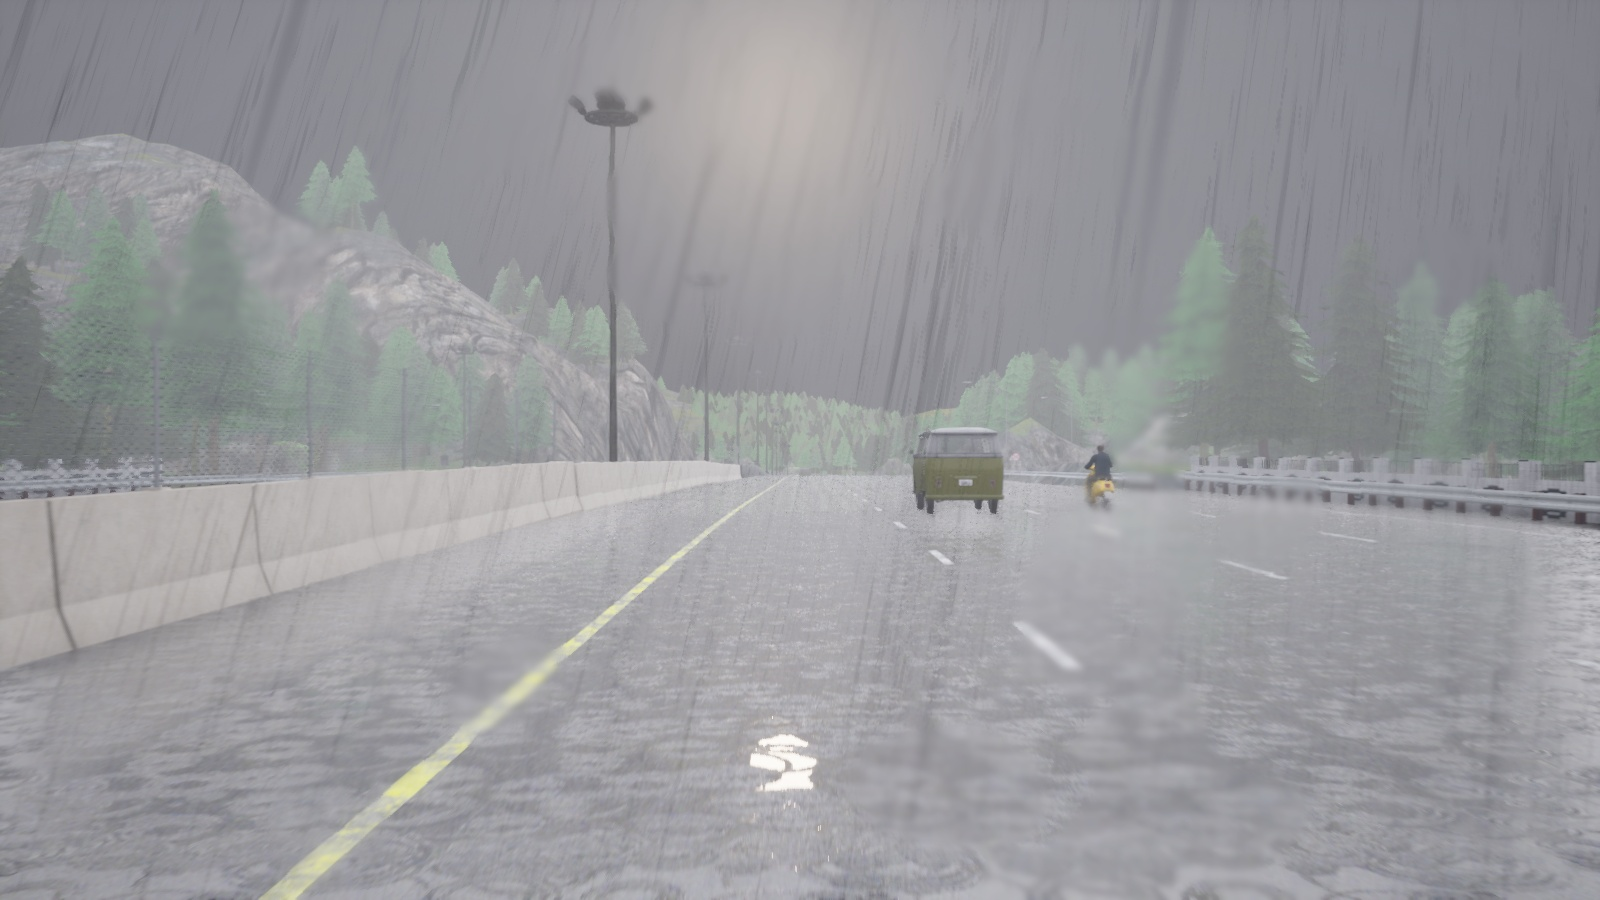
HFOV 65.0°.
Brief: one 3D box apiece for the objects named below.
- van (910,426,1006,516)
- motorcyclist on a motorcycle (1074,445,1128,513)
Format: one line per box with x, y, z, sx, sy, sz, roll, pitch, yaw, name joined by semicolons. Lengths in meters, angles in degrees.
3.686;0.476;30.009;1.775;1.987;4.442;0;0;0;van
7.186;0.679;30.074;0.866;1.590;1.817;0;0;0;motorcyclist on a motorcycle
